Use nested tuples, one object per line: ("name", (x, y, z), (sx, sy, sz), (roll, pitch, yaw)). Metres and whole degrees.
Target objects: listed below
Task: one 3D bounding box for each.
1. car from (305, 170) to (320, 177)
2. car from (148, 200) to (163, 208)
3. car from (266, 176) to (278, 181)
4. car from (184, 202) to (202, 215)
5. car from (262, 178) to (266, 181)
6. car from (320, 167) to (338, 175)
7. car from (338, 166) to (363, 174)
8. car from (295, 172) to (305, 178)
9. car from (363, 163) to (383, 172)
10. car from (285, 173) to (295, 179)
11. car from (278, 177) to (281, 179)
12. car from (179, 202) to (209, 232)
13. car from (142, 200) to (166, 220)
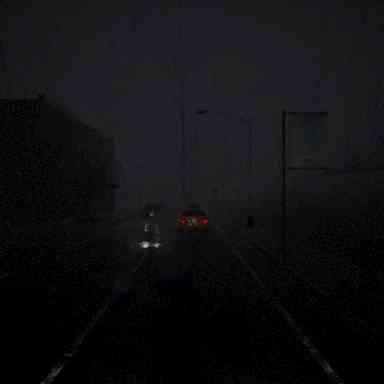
("car", (22.514, -3.188, 58.670), (2.097, 1.535, 5.008), (0, 0, -4))
("car", (-8.047, 2.641, 72.757), (2.097, 1.767, 4.553), (0, -2, -21))
("car", (21.593, -3.449, 86.209), (2.185, 1.767, 4.553), (0, 0, -1))
("car", (0.124, 1.948, 40.309), (2.033, 1.411, 5.357), (0, -1, 0))
("car", (21.480, -3.293, 91.701), (2.002, 1.452, 4.674), (0, 0, -1))
("car", (22.976, -3.266, 53.165), (2.185, 1.767, 4.553), (0, 0, -5))
("car", (23.589, -3.063, 47.471), (2.163, 1.488, 4.792), (0, 0, -6))
("car", (22.168, -3.195, 64.208), (2.002, 1.452, 4.674), (0, 0, -2))
("car", (24.285, -3.006, 41.996), (2.002, 1.452, 4.674), (0, 0, -7))
("car", (21.941, -3.276, 69.751), (2.231, 1.521, 4.892), (0, 0, -1))
("car", (21.818, -3.300, 75.270), (2.231, 1.521, 4.892), (0, 0, -1))
("car", (0.119, 1.663, 21.463), (1.801, 1.575, 5.366), (0, -1, 0))
("car", (-3.560, 1.796, 31.719), (2.128, 1.511, 4.902), (0, -1, 0))
